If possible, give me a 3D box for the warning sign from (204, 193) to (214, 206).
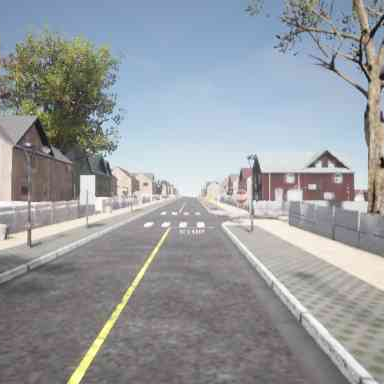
[{"bbox_3d":[2.491,1.149,49.102,1.300,1.860,1.060,-2,-2,0],"label":"warning sign"}]
